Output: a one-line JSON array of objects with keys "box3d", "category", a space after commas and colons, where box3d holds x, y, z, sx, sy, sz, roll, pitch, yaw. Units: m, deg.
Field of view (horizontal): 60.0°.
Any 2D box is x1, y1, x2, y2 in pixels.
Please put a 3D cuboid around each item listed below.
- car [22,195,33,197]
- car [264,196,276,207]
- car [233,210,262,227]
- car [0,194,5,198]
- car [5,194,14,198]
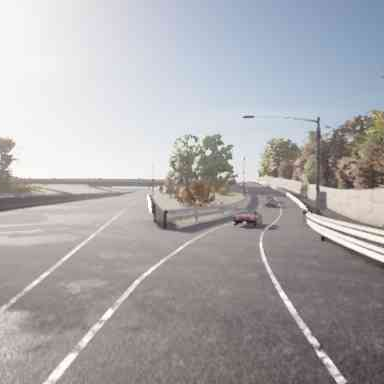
[{"box3d": [-30.383, 1.258, 61.302, 1.837, 1.490, 4.892, 0, 0, -8], "category": "car"}, {"box3d": [14.036, 2.008, 59.791, 1.895, 1.301, 4.718, 1, 2, 13], "category": "car"}, {"box3d": [4.917, 2.200, 28.649, 1.895, 1.301, 4.718, 1, -1, 18], "category": "car"}, {"box3d": [-28.389, 1.260, 46.181, 1.882, 1.535, 5.008, 0, 0, -7], "category": "car"}, {"box3d": [-33.764, 1.099, 60.192, 2.097, 1.767, 4.553, 0, 0, -8], "category": "car"}]
